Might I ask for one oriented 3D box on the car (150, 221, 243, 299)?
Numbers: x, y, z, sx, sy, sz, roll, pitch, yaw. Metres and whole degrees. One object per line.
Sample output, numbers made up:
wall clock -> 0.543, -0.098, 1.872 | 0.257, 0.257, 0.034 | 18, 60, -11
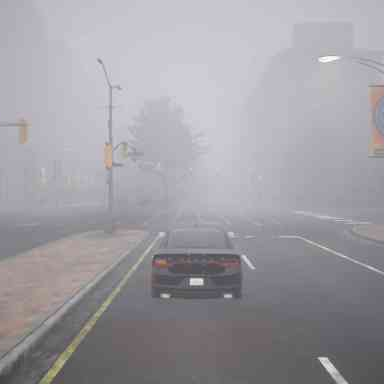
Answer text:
car -> 0.114, 1.478, 8.512 | 1.882, 1.535, 5.008 | 0, 0, 1

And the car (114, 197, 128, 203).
car -> -14.463, 1.595, 67.895 | 1.895, 1.301, 4.718 | 0, 0, 0

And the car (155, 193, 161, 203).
car -> -7.756, 1.526, 65.782 | 1.812, 1.442, 4.674 | 0, 0, 1

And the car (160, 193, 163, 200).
car -> -7.676, 1.225, 76.533 | 2.150, 2.045, 5.566 | 0, 0, 0

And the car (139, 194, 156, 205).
car -> -7.843, 1.505, 56.523 | 1.837, 1.490, 4.892 | 0, 0, 1
